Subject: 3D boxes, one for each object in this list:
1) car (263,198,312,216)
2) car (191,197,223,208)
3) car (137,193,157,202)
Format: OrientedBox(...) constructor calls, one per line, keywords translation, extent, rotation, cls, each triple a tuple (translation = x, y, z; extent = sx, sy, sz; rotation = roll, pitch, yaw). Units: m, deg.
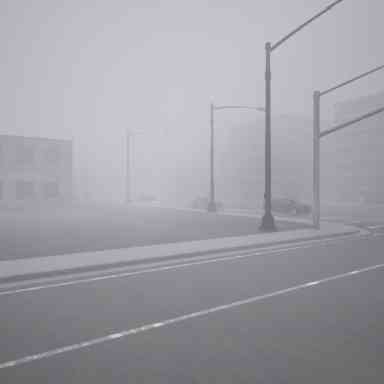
OrientedBox(translation=(9.068, 1.345, 31.985), extent=(1.882, 1.535, 5.008), rotation=(0, 1, -35), cls="car")
OrientedBox(translation=(1.926, 1.276, 42.371), extent=(1.895, 1.301, 4.718), rotation=(0, 1, -34), cls="car")
OrientedBox(translation=(-7.660, 0.939, 56.429), extent=(1.994, 1.385, 4.181), rotation=(0, 1, -34), cls="car")
